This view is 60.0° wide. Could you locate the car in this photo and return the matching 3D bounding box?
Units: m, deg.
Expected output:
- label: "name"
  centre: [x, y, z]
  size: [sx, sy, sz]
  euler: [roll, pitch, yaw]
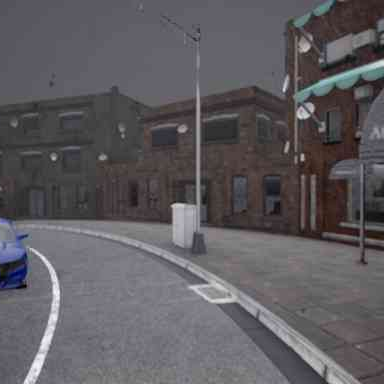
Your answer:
- label: "car"
  centre: [-5.431, 1.433, 8.607]
  size: [1.882, 1.535, 5.008]
  euler: [0, 1, -31]
